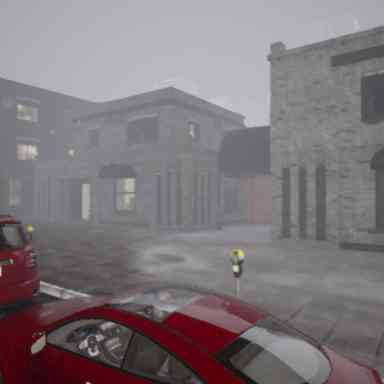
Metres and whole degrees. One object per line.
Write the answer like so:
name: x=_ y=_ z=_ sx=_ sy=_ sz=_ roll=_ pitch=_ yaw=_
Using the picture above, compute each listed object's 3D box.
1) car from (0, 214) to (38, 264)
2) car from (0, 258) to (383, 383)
car: x=-4.958 y=1.312 z=6.414 sx=5.009 sy=1.841 sz=2.192 roll=0 pitch=0 yaw=35
car: x=-0.449 y=1.581 z=3.197 sx=4.206 sy=1.307 sz=1.802 roll=0 pitch=0 yaw=35
